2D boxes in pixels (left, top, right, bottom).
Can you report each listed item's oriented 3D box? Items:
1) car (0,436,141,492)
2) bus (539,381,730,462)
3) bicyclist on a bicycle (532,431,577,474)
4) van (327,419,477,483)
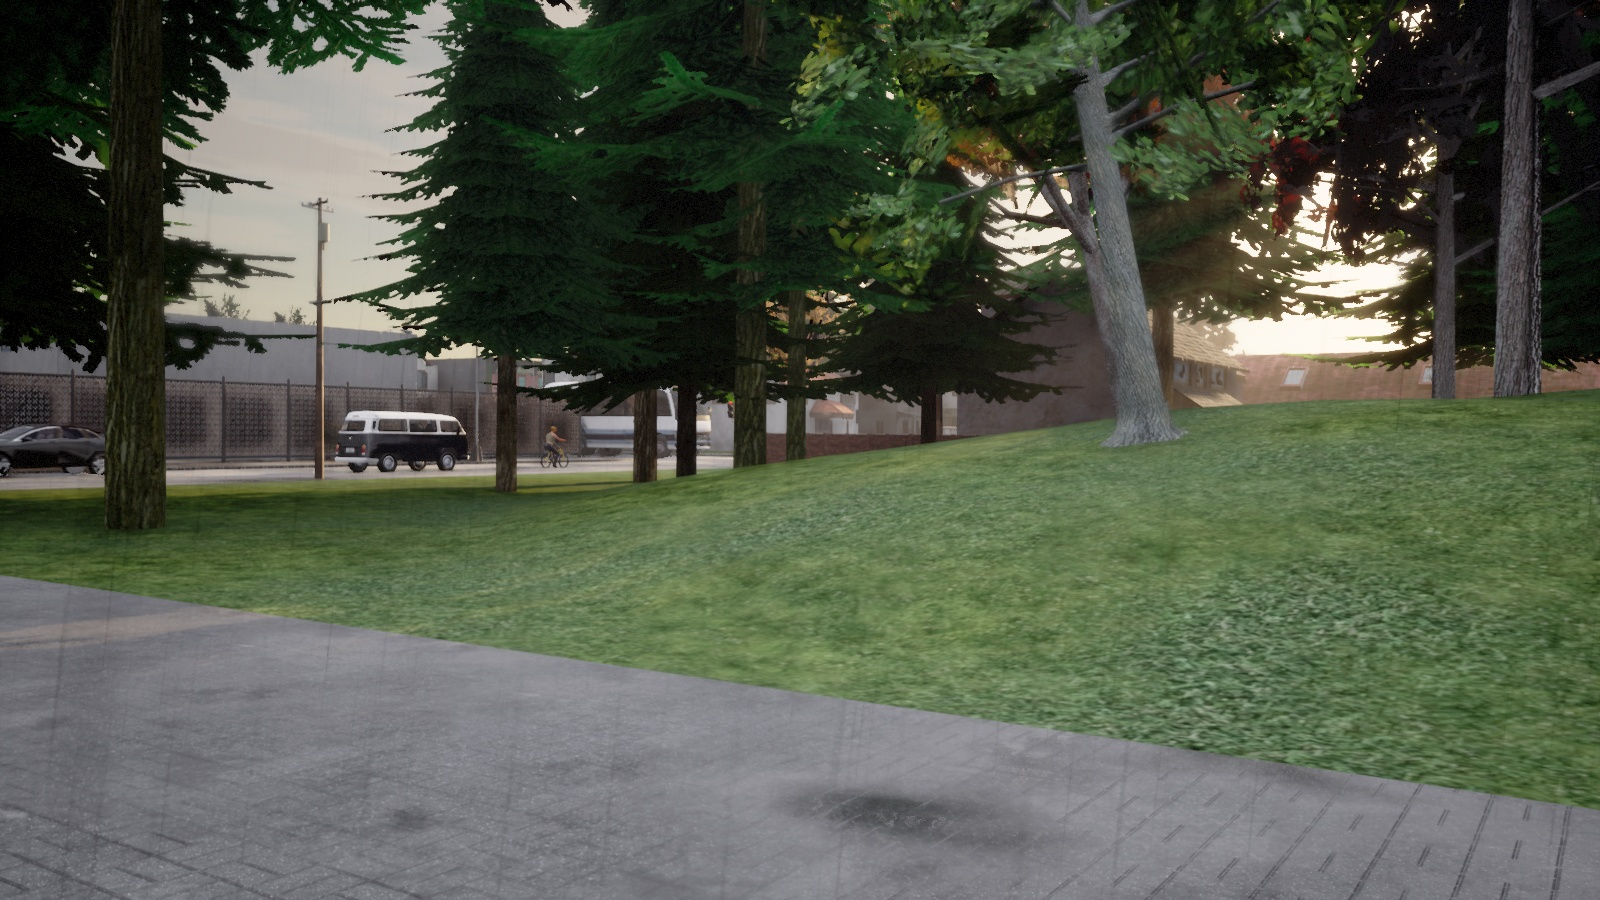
[{"bbox_3d":[-22.132,0.373,36.404,2.128,1.511,4.902,0,1,34],"label":"car"},{"bbox_3d":[-9.287,-1.536,69.871,10.273,4.253,3.944,0,2,32],"label":"bus"},{"bbox_3d":[-9.428,0.078,48.303,0.866,1.612,1.509,0,1,33],"label":"bicyclist on a bicycle"},{"bbox_3d":[-13.354,-0.019,42.402,2.069,2.038,4.480,0,1,34],"label":"van"}]
